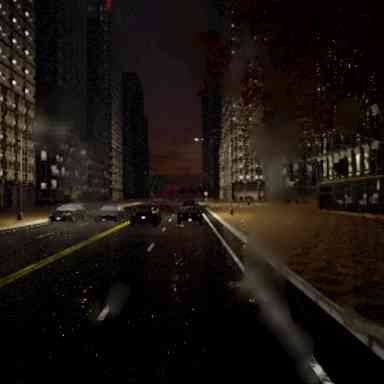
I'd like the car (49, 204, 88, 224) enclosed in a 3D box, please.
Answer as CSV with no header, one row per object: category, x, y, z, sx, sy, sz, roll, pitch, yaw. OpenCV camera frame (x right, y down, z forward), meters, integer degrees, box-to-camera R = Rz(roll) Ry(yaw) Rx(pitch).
car,-10.122,1.764,27.557,2.128,1.511,4.902,0,-1,-1

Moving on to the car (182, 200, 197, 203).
car,-0.362,1.801,46.578,1.882,1.535,5.008,-1,0,0

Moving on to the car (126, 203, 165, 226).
car,-3.398,1.764,25.100,1.994,1.385,4.181,0,0,-1

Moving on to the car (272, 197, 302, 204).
car,16.086,1.544,57.383,4.403,1.369,2.008,-1,-1,-1

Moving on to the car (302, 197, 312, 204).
car,21.277,1.619,65.887,4.829,1.417,1.752,-1,-1,-1

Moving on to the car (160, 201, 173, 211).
car,-3.626,1.896,46.331,2.033,1.411,5.357,0,0,-1

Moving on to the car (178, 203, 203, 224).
car,-0.167,1.786,26.718,1.895,1.301,4.718,0,0,-1

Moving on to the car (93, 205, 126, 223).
car,-6.883,1.800,28.520,2.033,1.411,5.357,0,0,-1
